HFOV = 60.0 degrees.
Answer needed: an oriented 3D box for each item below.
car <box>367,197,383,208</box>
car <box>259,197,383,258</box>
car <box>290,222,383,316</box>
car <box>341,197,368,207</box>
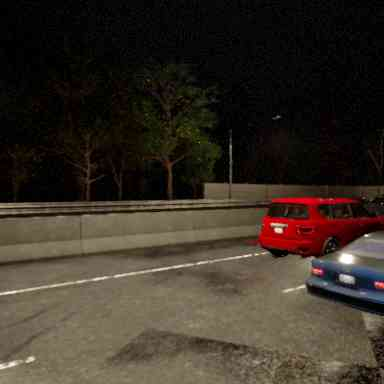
[{"bbox_3d":[28.626,1.547,50.160,4.892,1.490,1.837,0,0,-35],"label":"car"},{"bbox_3d":[4.790,1.226,11.509,5.566,2.045,2.150,0,0,-35],"label":"car"},{"bbox_3d":[4.735,1.549,7.193,5.357,1.411,2.033,0,0,-35],"label":"car"},{"bbox_3d":[25.526,1.567,52.248,4.674,1.442,1.812,0,0,-35],"label":"car"}]
